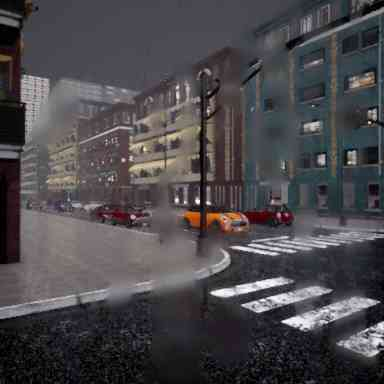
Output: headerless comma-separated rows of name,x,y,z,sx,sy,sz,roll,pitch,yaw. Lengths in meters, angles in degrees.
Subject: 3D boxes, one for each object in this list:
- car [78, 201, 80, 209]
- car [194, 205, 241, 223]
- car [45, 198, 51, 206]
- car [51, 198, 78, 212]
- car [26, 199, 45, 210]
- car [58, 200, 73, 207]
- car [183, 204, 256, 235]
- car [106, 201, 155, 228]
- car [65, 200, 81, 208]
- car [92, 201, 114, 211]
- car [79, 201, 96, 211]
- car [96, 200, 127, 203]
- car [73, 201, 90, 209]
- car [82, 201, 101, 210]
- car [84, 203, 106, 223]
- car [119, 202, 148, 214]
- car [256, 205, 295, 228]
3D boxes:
car,-19.717,2.205,55.369,1.812,1.442,4.674,0,-1,-35
car,2.110,1.842,28.632,1.802,1.307,4.206,-1,0,-35
car,-32.882,2.320,78.644,2.192,1.841,5.009,-1,0,-35
car,-19.123,1.979,49.722,2.097,1.767,4.553,0,-1,-35
car,-26.604,2.166,55.923,1.967,1.590,4.097,-1,0,-35
car,-26.517,2.422,69.549,2.008,1.369,4.403,-1,0,-35
car,1.356,1.528,20.286,2.097,1.767,4.553,0,-1,-35
car,-4.341,1.690,24.095,1.967,1.590,4.097,-1,0,-35
car,-23.337,2.370,65.003,1.947,1.339,4.313,-1,0,-35
car,-13.796,2.152,51.363,2.008,1.369,4.403,-1,0,-35
car,-14.019,2.084,47.292,1.812,1.442,4.674,0,-1,-35
car,-7.520,1.842,32.963,1.882,1.535,5.008,0,-1,-35
car,-20.156,2.318,60.456,1.802,1.307,4.206,-1,0,-35
car,-16.976,2.251,55.909,1.802,1.307,4.206,-1,0,-35
car,-7.519,1.900,28.642,1.802,1.307,4.206,-1,0,-35
car,-7.435,2.030,42.269,1.947,1.339,4.313,-1,0,-35
car,5.291,1.631,24.088,1.967,1.590,4.097,-1,0,-35
